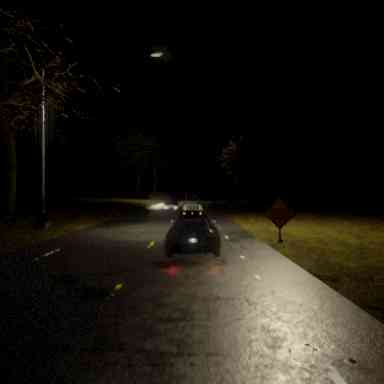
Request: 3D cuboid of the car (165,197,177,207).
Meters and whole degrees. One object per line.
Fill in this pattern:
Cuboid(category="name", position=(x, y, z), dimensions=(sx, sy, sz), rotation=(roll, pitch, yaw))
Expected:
Cuboid(category="car", position=(-3.564, 1.681, 57.331), dimensions=(1.882, 1.535, 5.008), rotation=(0, 0, 0))

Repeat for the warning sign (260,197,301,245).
Cuboid(category="warning sign", position=(3.534, 1.137, 13.412), dimensions=(1.300, 1.860, 1.060), rotation=(-1, -1, 0))

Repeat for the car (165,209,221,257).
Cuboid(category="car", position=(0.048, 1.586, 13.098), dimensions=(1.994, 1.385, 4.181), rotation=(0, 0, 0))

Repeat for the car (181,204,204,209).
Cuboid(category="car", position=(0.039, 1.672, 27.301), dimensions=(1.895, 1.301, 4.718), rotation=(0, 0, 1))
